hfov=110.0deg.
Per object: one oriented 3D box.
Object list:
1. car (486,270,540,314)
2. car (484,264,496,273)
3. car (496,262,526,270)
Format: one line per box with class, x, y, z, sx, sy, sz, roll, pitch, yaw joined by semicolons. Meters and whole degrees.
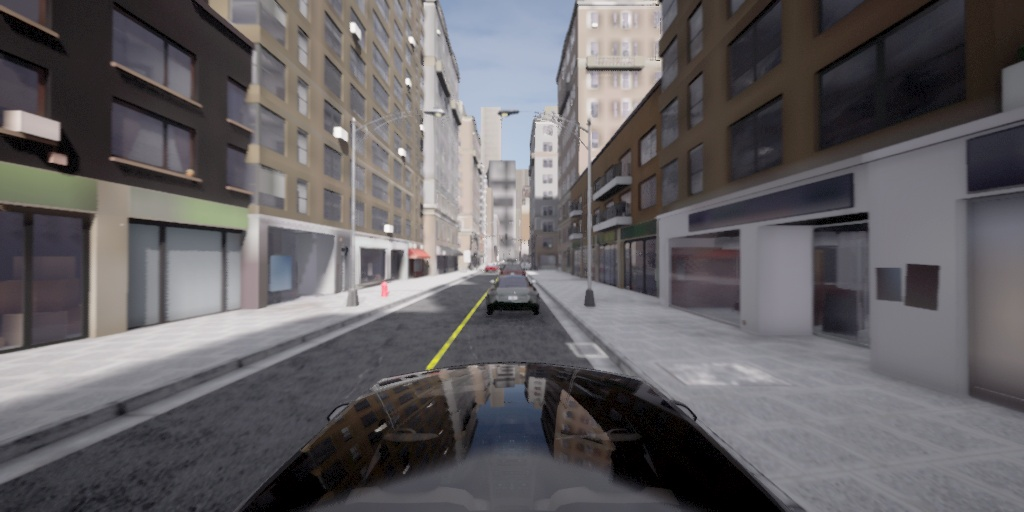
car;0.048;1.439;14.453;1.994;1.385;4.181;0;0;0
car;-3.036;1.829;53.263;1.895;1.301;4.718;0;-1;0
car;0.046;1.365;29.123;2.097;1.767;4.553;0;-1;0
